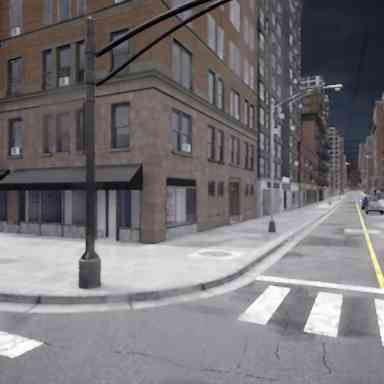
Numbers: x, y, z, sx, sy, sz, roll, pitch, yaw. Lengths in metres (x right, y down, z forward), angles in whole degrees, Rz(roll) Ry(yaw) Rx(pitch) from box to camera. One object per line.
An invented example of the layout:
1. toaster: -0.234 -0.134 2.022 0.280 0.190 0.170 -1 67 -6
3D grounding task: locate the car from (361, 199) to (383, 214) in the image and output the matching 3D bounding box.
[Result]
1. car: 21.633 1.872 39.511 2.033 1.411 5.357 0 0 26

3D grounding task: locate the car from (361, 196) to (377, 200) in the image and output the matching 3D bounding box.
1. car: 26.163 1.583 48.879 2.150 2.045 5.566 0 0 26
